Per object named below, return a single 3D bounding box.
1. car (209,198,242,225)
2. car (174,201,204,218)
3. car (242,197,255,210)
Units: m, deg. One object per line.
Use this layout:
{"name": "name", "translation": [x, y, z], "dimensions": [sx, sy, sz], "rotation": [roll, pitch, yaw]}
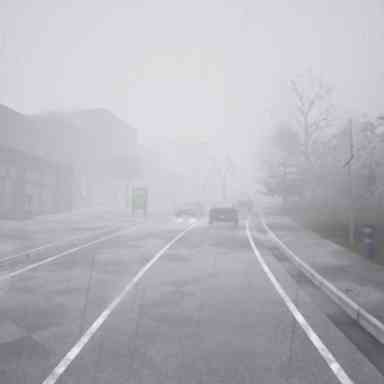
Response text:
{"name": "car", "translation": [2.367, 1.420, 23.789], "dimensions": [1.882, 1.535, 5.008], "rotation": [-1, 0, 10]}
{"name": "car", "translation": [-0.129, 1.535, 30.388], "dimensions": [2.033, 1.411, 5.357], "rotation": [-1, 0, 12]}
{"name": "car", "translation": [6.541, 1.390, 40.991], "dimensions": [1.812, 1.442, 4.674], "rotation": [-2, 0, 17]}
